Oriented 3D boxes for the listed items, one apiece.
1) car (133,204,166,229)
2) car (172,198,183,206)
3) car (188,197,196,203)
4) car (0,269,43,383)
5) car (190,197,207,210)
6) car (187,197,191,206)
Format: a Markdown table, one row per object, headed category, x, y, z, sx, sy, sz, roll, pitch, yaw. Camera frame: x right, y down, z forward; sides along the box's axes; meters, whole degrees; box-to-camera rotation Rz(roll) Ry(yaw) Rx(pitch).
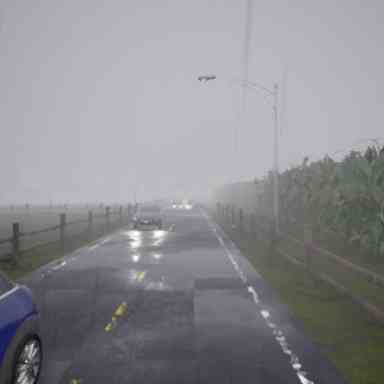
| category | x | y | z | sx | sy | sz | roll | pitch | yaw |
| --- | --- | --- | --- | --- | --- | --- | --- | --- | --- |
| car | -2.838 | 1.628 | 22.922 | 1.837 | 1.490 | 4.892 | 0 | 0 | 0 |
| car | -2.736 | 1.896 | 64.134 | 2.033 | 1.411 | 5.357 | 0 | 0 | 1 |
| car | 0.038 | 1.807 | 79.824 | 1.994 | 1.385 | 4.181 | 0 | 0 | 0 |
| car | -2.814 | 1.363 | 2.021 | 2.097 | 1.767 | 4.553 | 0 | 0 | 0 |
| car | 0.983 | 1.778 | 46.434 | 1.812 | 1.442 | 4.674 | 0 | 0 | 0 |
| car | 0.028 | 1.869 | 64.947 | 1.837 | 1.490 | 4.892 | 0 | 0 | 0 |
